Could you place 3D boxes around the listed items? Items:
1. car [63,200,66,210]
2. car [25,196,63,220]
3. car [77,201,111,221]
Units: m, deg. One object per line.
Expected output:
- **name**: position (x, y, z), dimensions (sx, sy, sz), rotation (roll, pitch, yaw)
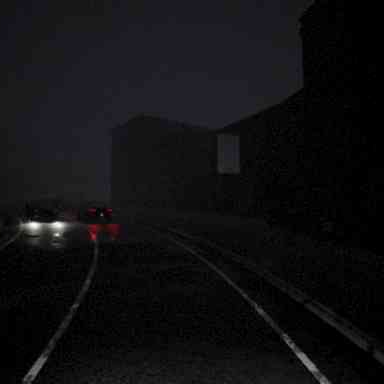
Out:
- **car**: position (-15.877, 1.247, 38.162), dimensions (2.128, 1.511, 4.902), rotation (3, -1, -35)
- **car**: position (-11.563, 1.263, 25.497), dimensions (1.882, 1.535, 5.008), rotation (3, -1, -32)
- **car**: position (-7.650, 1.447, 25.984), dimensions (1.812, 1.442, 4.674), rotation (2, -1, -30)
